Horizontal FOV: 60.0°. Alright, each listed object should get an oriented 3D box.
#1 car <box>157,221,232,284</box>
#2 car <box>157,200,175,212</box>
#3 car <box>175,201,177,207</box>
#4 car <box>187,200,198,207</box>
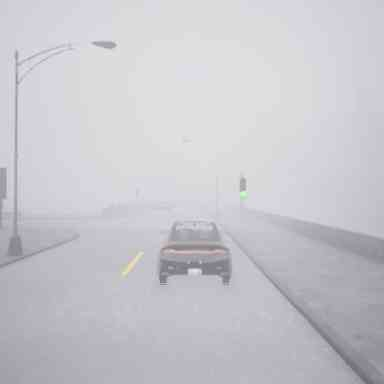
[{"bbox_3d":[0.074,1.608,9.940,2.128,1.511,4.902,0,-1,0],"label":"car"},{"bbox_3d":[-4.113,2.116,49.146,2.033,1.411,5.357,0,-1,0],"label":"car"},{"bbox_3d":[-4.089,2.281,58.811,1.895,1.301,4.718,0,-1,0],"label":"car"},{"bbox_3d":[0.078,2.293,66.385,1.812,1.442,4.674,0,-1,0],"label":"car"}]
